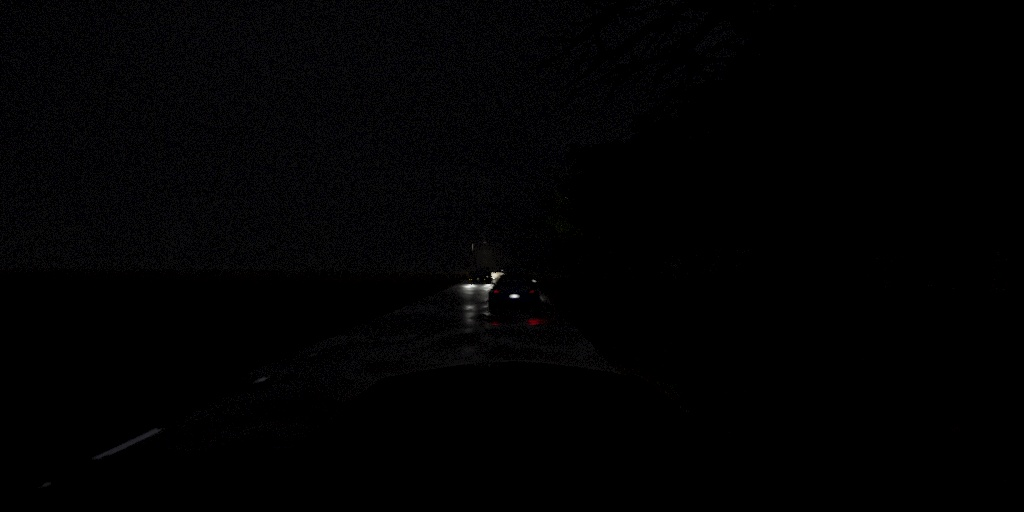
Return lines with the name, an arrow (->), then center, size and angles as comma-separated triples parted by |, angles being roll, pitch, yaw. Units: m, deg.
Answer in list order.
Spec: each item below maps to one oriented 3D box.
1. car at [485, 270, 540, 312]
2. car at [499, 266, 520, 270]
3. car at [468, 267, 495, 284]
car -> 0.092, 1.476, 15.161 | 1.994, 1.385, 4.181 | 0, -1, 0
car -> 0.126, 1.789, 33.870 | 2.033, 1.411, 5.357 | 0, -1, 0
car -> -2.827, 1.713, 32.370 | 1.837, 1.490, 4.892 | 0, -1, 0
